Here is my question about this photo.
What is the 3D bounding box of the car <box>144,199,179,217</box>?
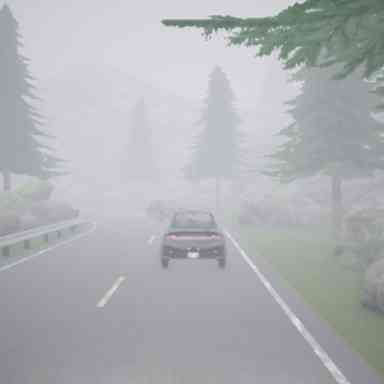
[{"bbox_3d":[-2.044,1.243,24.598,2.033,1.411,5.357,0,1,-23],"label":"car"}]

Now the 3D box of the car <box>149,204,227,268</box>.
[{"bbox_3d":[0.049,1.355,10.778,2.128,1.511,4.902,0,1,0],"label":"car"}]
